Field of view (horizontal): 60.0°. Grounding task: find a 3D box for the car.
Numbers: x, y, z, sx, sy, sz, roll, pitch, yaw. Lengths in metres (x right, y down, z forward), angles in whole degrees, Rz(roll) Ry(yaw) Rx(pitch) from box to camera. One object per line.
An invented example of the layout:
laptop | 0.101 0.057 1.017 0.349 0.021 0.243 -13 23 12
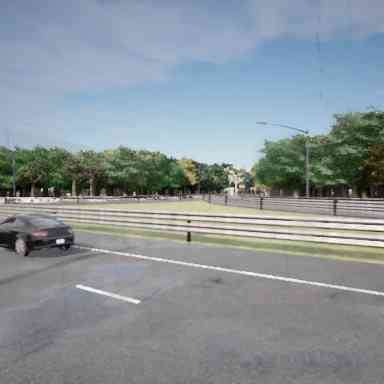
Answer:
car | -6.472 1.569 13.045 4.674 1.442 1.812 0 0 36
